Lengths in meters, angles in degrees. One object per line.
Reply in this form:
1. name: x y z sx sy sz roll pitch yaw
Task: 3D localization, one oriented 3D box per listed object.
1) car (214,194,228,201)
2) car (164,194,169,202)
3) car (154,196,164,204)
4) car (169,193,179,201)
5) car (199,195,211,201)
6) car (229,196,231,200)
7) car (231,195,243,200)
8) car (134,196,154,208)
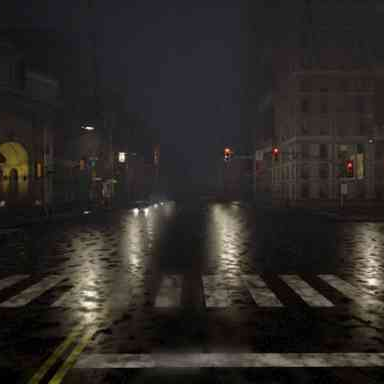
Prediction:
1. car: 7.120 1.525 85.399 2.128 1.511 4.902 0 0 25
2. car: -6.828 1.525 72.271 2.128 1.511 4.902 0 0 3
3. car: -7.021 1.492 61.377 2.128 1.511 4.902 0 0 0
4. car: -4.871 1.225 83.178 2.150 2.045 5.566 0 0 16
5. car: 3.319 1.524 85.422 1.812 1.442 4.674 0 0 22
6. car: 8.270 1.466 94.411 1.882 1.535 5.008 0 0 38
7. car: 12.491 1.500 94.191 1.837 1.490 4.892 0 0 41
8. car: -7.057 1.601 48.012 1.895 1.301 4.718 0 0 0
